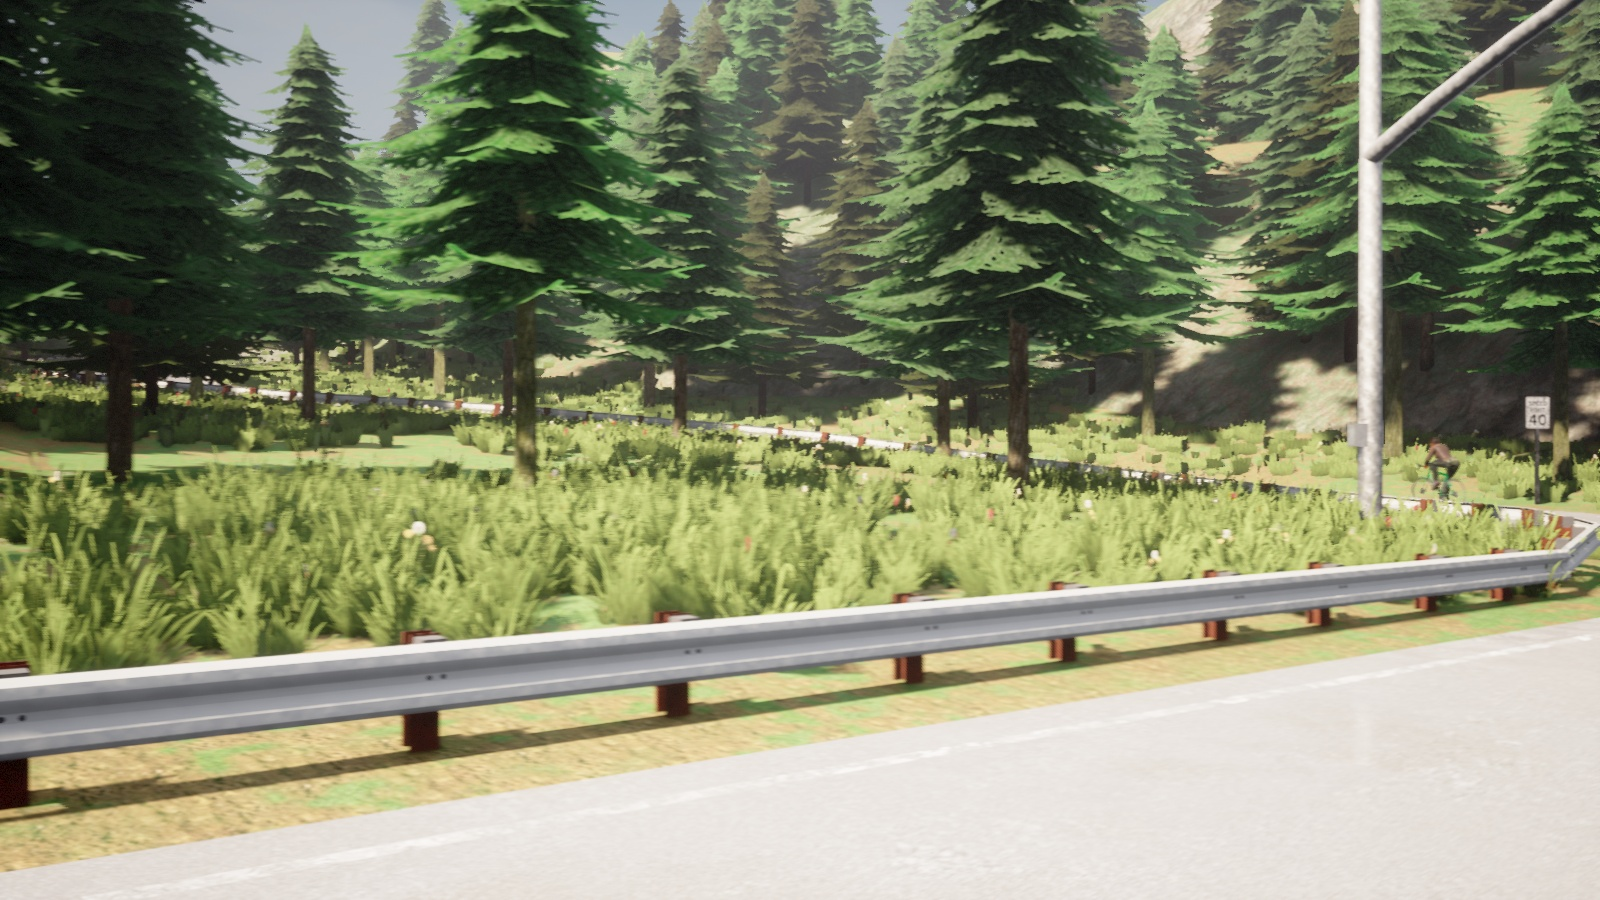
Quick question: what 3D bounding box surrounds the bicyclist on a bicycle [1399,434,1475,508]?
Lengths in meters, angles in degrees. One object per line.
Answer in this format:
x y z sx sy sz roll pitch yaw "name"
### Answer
14.672 0.465 28.969 0.582 1.620 1.656 -1 2 -15 "bicyclist on a bicycle"
